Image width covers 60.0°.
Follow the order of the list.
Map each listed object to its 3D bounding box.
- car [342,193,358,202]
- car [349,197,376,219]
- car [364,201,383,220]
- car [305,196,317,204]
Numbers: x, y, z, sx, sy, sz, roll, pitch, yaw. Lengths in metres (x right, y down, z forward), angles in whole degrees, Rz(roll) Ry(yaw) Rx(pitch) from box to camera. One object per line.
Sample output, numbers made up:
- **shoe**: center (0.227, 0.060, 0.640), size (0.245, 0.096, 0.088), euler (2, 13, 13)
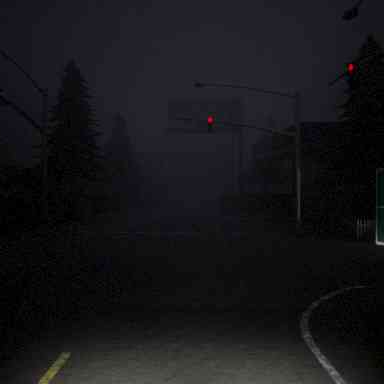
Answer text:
- **car**: center (34.936, 1.489, 71.829), size (2.007, 1.523, 4.514), euler (0, 0, 0)
- **car**: center (14.378, 1.504, 24.979), size (3.866, 1.878, 1.905), euler (0, 0, 0)
- **car**: center (18.707, 1.672, 30.647), size (4.611, 1.667, 2.242), euler (0, 0, 0)
- **car**: center (22.529, 1.552, 64.042), size (1.970, 1.475, 3.806), euler (0, 0, 0)
